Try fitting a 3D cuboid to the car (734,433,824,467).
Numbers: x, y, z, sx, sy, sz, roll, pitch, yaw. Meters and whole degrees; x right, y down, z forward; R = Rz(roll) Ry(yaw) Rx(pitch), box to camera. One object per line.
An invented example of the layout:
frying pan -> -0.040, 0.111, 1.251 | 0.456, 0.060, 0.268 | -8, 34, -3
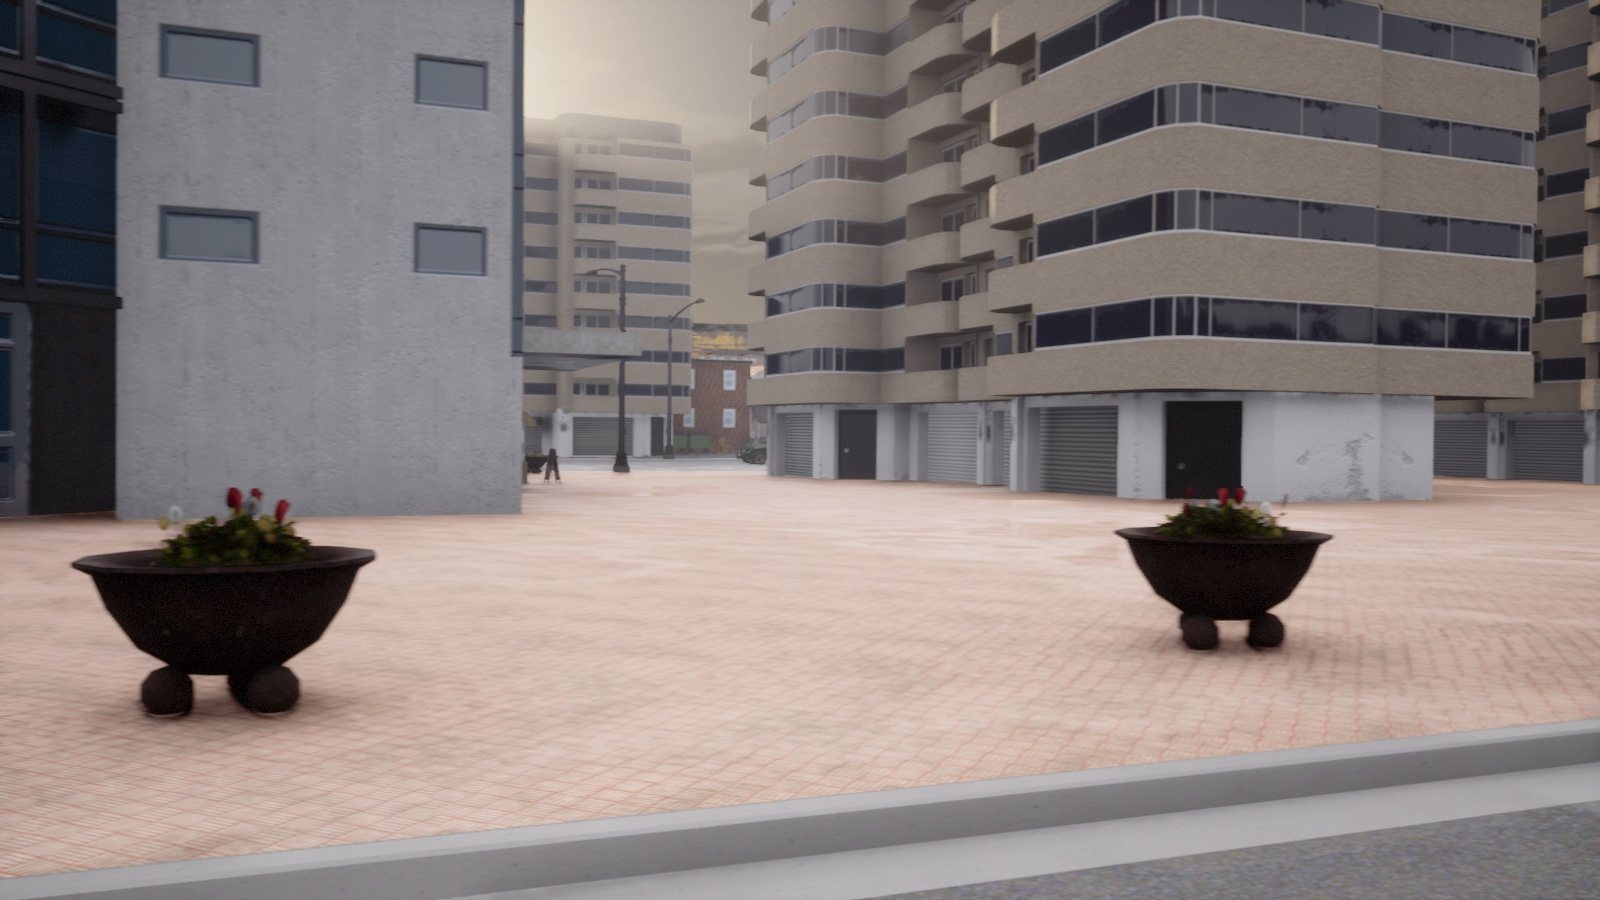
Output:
car -> -1.426, -0.027, 84.190 | 5.566, 2.045, 2.150 | -2, 1, -22
